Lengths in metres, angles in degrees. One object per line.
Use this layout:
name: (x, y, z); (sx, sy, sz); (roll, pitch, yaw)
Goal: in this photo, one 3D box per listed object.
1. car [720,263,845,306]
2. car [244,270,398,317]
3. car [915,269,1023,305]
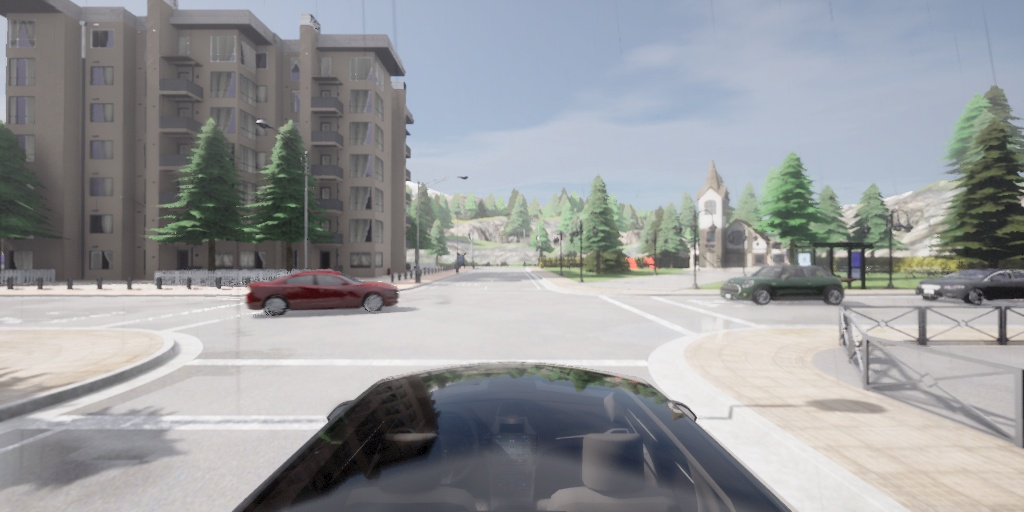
car: (11.860, 1.195, 15.978); (4.553, 1.767, 2.097); (0, 0, -1)
car: (-6.835, 1.292, 13.304); (5.008, 1.535, 1.882); (0, 0, -18)
car: (21.121, 1.335, 16.060); (4.902, 1.511, 2.128); (0, 0, 0)
